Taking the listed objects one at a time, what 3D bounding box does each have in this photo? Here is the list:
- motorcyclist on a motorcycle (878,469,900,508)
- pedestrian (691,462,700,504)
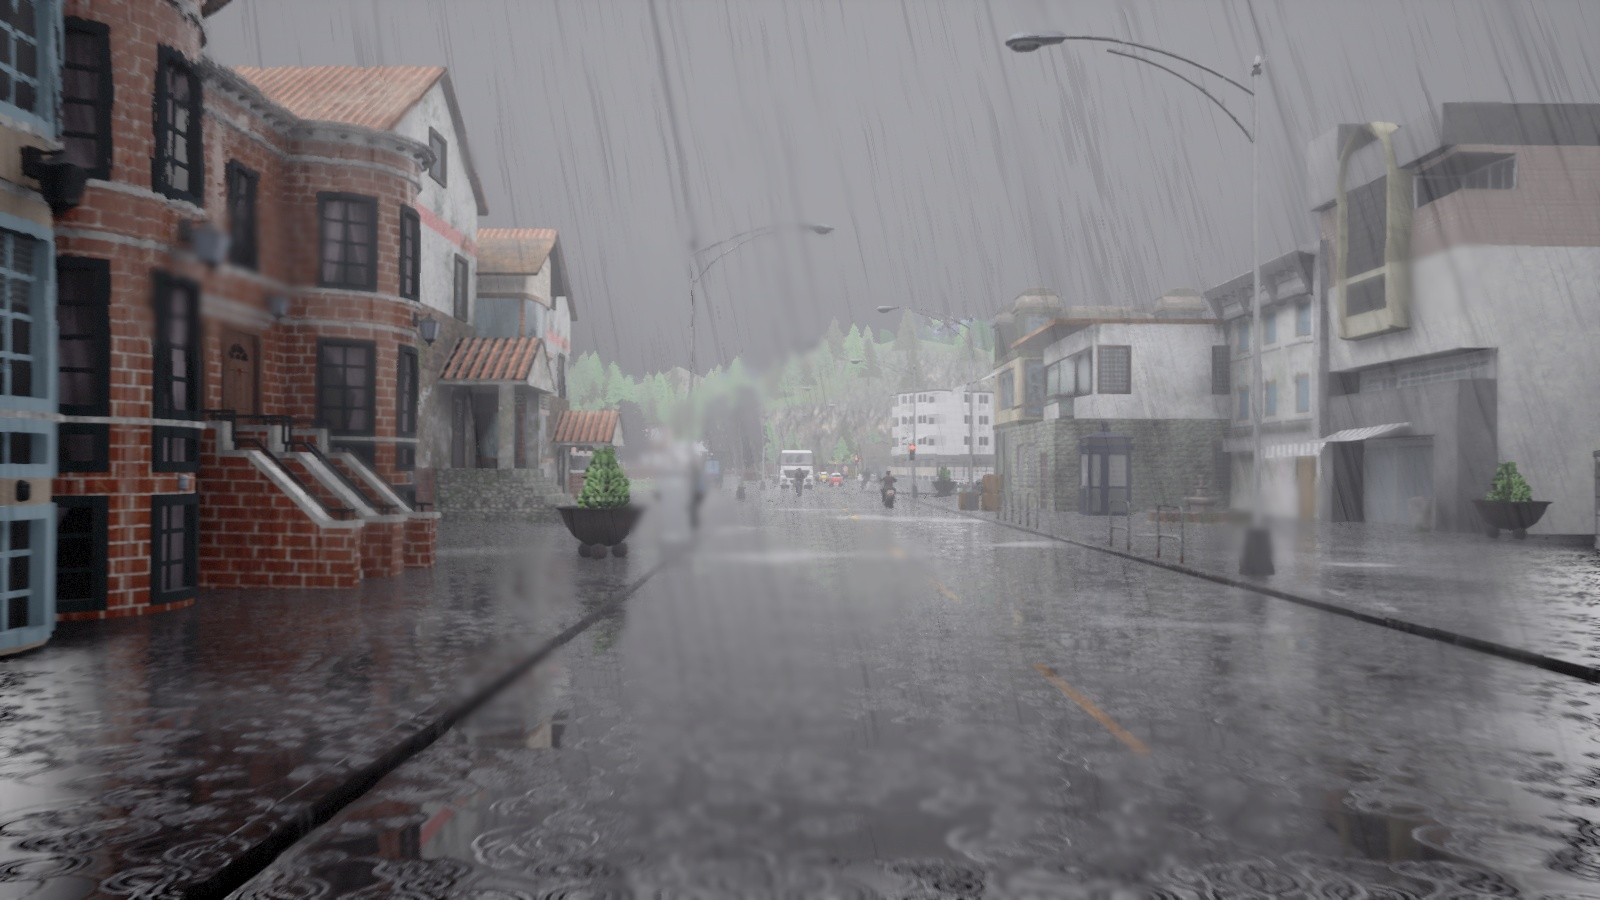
[{"bbox_3d":[3.865,1.665,54.668,0.766,1.649,2.350,0,-1,0],"label":"motorcyclist on a motorcycle"},{"bbox_3d":[-4.646,1.479,55.879,0.353,1.847,0.614,0,-1,0],"label":"pedestrian"}]
